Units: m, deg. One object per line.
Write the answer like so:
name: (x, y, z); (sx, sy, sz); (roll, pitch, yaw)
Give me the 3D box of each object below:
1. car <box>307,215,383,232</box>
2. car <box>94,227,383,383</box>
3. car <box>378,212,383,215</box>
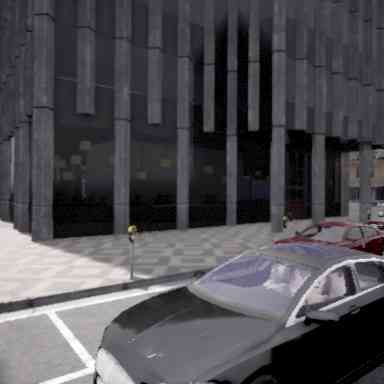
car: (4.190, 1.546, 9.745); (4.507, 1.381, 1.887); (0, 1, -35)
car: (1.253, 1.492, 4.272); (4.902, 1.511, 2.128); (0, 0, -36)
car: (8.771, 1.317, 13.010); (5.009, 1.841, 2.192); (0, 1, -35)
